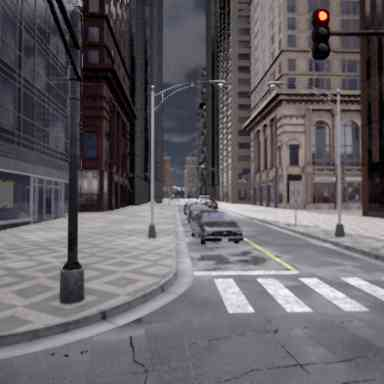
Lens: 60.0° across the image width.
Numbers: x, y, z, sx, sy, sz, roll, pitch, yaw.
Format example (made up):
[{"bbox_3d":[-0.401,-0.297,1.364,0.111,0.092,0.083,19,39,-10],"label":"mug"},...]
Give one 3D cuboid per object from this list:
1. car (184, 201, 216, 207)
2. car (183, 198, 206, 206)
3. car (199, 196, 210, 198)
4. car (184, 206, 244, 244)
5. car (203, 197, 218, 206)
[{"bbox_3d":[0.552,1.702,26.972,1.837,1.490,4.892,0,0,-3],"label":"car"},{"bbox_3d":[0.031,1.768,37.278,2.128,1.511,4.902,0,0,-3],"label":"car"},{"bbox_3d":[2.139,1.677,58.269,2.150,2.045,5.566,0,0,-3],"label":"car"},{"bbox_3d":[1.031,1.669,16.728,2.033,1.411,5.357,0,0,-8],"label":"car"},{"bbox_3d":[2.672,1.873,47.870,1.837,1.490,4.892,0,0,-3],"label":"car"}]
